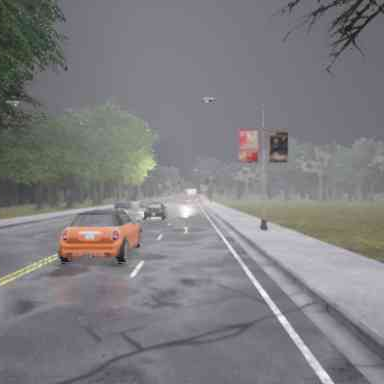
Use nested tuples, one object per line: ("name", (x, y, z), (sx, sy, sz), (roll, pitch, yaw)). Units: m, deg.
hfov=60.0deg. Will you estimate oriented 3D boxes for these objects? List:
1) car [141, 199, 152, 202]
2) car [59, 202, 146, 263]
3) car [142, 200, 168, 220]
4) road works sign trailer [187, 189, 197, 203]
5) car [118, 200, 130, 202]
("car", (-6.703, 1.795, 49.358), (2.128, 1.511, 4.902), (0, -1, 0))
("car", (-3.171, 1.425, 12.427), (2.097, 1.767, 4.553), (0, 0, 0))
("car", (-3.240, 1.705, 30.238), (1.812, 1.442, 4.674), (0, 0, 0))
("road works sign trailer", (-0.052, 0.971, 81.923), (2.380, 3.560, 2.880), (0, 0, 0))
("car", (-9.954, 1.846, 48.667), (2.033, 1.411, 5.357), (0, 0, 0))
